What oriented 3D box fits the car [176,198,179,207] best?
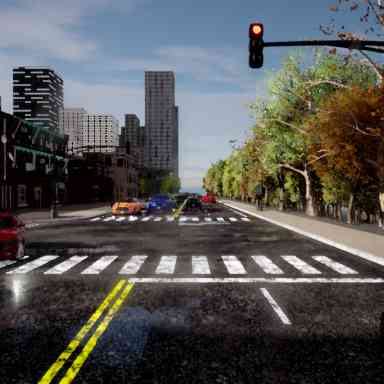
[{"bbox_3d":[-3.241,1.336,45.558,2.097,1.767,4.553,0,0,0],"label":"car"}]

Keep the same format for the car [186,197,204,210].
[{"bbox_3d":[0.191,1.463,43.531,1.882,1.535,5.008,0,0,0],"label":"car"}]

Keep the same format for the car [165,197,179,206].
[{"bbox_3d":[-3.228,1.581,54.899,1.895,1.301,4.718,0,0,0],"label":"car"}]

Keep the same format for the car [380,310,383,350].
[{"bbox_3d":[3.356,1.491,2.379,2.128,1.511,4.902,0,0,0],"label":"car"}]

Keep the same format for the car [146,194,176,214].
[{"bbox_3d":[-3.269,1.210,35.866,2.150,2.045,5.566,0,0,0],"label":"car"}]

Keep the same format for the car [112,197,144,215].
[{"bbox_3d":[-6.557,1.341,33.717,2.097,1.767,4.553,0,0,1],"label":"car"}]

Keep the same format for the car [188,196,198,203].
[{"bbox_3d":[0.232,1.574,68.225,1.895,1.301,4.718,0,0,0],"label":"car"}]

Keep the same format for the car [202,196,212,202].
[{"bbox_3d":[3.400,1.522,75.910,1.994,1.385,4.181,0,0,0],"label":"car"}]

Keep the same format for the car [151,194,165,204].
[{"bbox_3d":[-6.432,1.328,62.762,2.097,1.767,4.553,0,0,1],"label":"car"}]

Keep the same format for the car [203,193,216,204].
[{"bbox_3d":[3.474,1.196,65.326,2.150,2.045,5.566,0,0,1],"label":"car"}]

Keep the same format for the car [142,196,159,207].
[{"bbox_3d":[-6.483,1.472,52.707,2.128,1.511,4.902,0,0,0],"label":"car"}]

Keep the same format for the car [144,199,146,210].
[{"bbox_3d":[-6.501,1.586,42.703,1.895,1.301,4.718,0,0,0],"label":"car"}]

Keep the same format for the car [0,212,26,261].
[{"bbox_3d":[-7.115,1.478,11.926,1.882,1.535,5.008,1,-1,-25],"label":"car"}]
